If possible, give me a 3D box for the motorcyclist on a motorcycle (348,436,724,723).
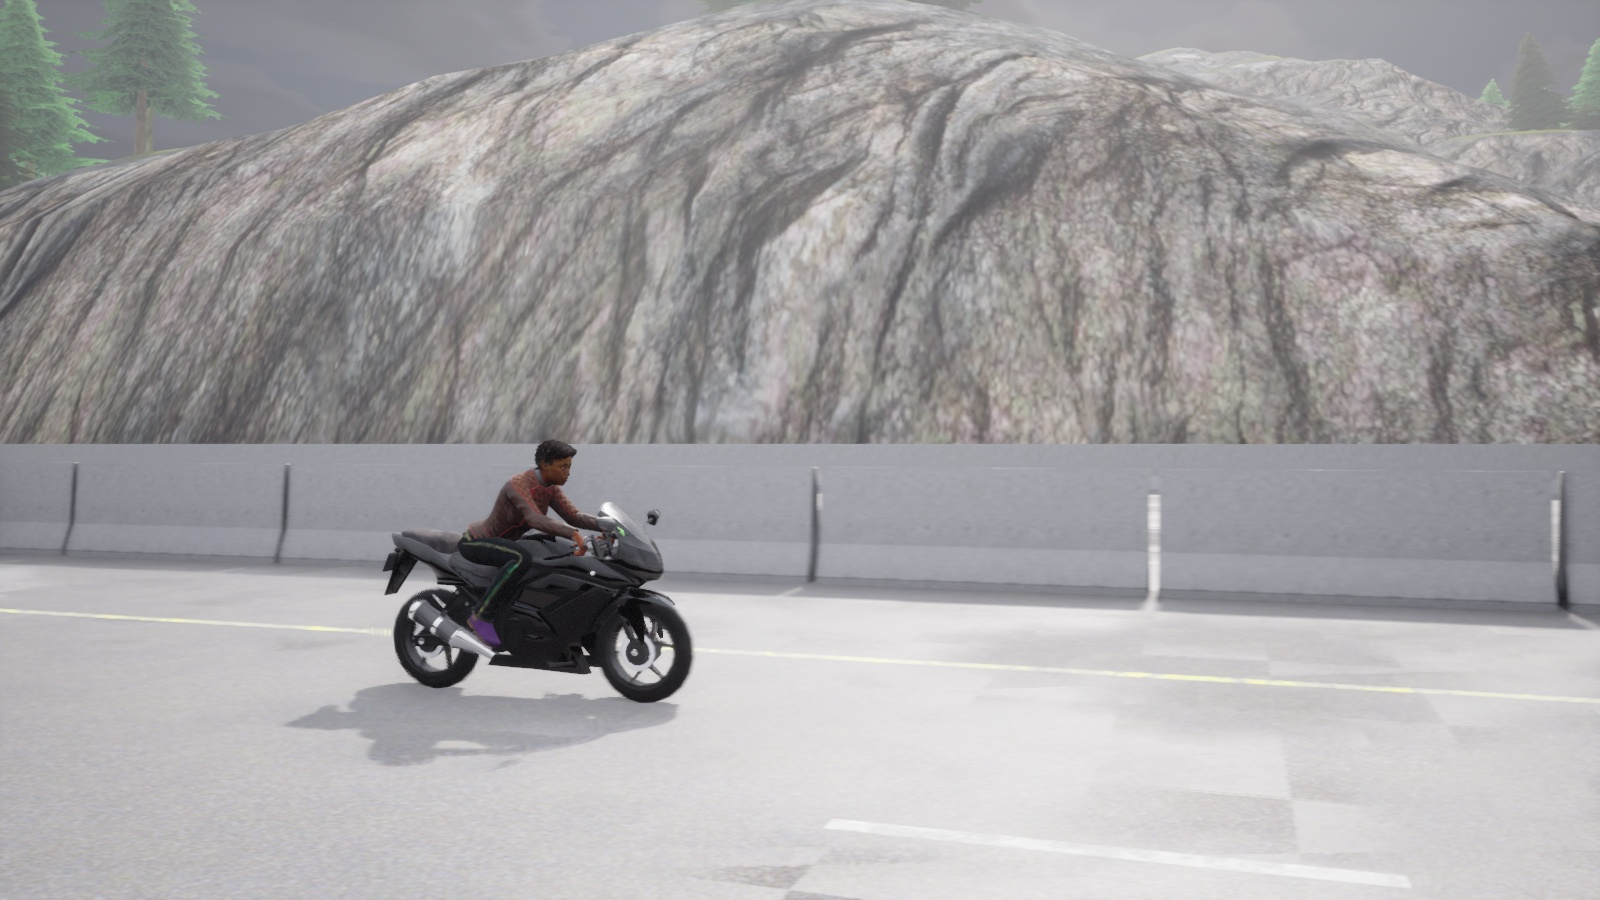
[{"bbox_3d":[-1.552,0.684,7.407,2.044,1.523,0.797,1,1,19],"label":"motorcyclist on a motorcycle"}]
